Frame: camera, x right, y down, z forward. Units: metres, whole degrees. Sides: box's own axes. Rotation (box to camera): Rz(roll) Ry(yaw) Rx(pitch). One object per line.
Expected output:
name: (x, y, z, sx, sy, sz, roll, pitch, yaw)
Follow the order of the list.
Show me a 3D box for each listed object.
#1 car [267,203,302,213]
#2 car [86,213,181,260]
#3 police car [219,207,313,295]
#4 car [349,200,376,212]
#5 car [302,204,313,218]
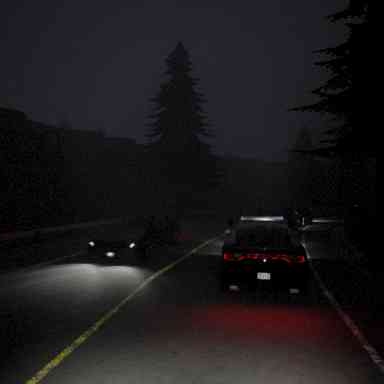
car: (4.568, 1.478, 17.895, 1.882, 1.535, 5.008, 0, 0, 23)
car: (-1.896, 1.547, 12.886, 2.033, 1.411, 5.357, 0, 0, 14)
police car: (1.881, 1.425, 8.988, 1.930, 1.638, 5.238, 0, 0, 11)
car: (20.222, 1.564, 38.705, 4.181, 1.385, 1.994, 0, 0, -34)
car: (7.053, 1.506, 22.973, 1.837, 1.490, 4.892, 0, 0, 30)
